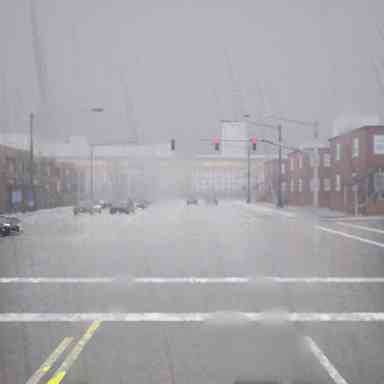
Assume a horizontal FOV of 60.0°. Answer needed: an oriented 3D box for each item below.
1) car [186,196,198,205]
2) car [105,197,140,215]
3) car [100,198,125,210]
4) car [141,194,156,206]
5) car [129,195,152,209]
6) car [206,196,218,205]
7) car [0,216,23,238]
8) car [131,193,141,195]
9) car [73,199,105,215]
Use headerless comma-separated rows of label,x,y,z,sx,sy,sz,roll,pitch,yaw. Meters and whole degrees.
car,0.009,1.488,58.776,2.128,1.511,4.902,0,0,0
car,-7.087,1.545,34.391,2.033,1.411,5.357,0,0,0
car,-10.582,1.545,44.432,2.033,1.411,5.357,0,0,0
car,-7.061,1.496,55.586,1.837,1.490,4.892,0,2,0
car,-7.076,1.489,44.372,2.128,1.511,4.902,0,0,0
car,3.509,1.501,58.780,1.837,1.490,4.892,0,0,0
car,-10.560,1.490,15.384,4.902,1.511,2.128,0,0,-13
car,-10.506,1.222,62.172,2.150,2.045,5.566,0,0,0
car,-10.583,1.503,34.053,1.837,1.490,4.892,0,0,0
